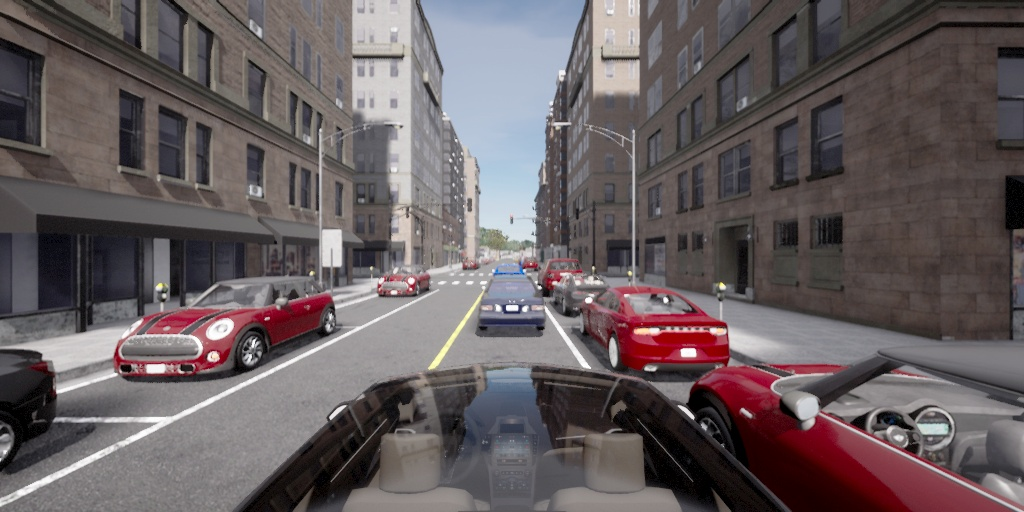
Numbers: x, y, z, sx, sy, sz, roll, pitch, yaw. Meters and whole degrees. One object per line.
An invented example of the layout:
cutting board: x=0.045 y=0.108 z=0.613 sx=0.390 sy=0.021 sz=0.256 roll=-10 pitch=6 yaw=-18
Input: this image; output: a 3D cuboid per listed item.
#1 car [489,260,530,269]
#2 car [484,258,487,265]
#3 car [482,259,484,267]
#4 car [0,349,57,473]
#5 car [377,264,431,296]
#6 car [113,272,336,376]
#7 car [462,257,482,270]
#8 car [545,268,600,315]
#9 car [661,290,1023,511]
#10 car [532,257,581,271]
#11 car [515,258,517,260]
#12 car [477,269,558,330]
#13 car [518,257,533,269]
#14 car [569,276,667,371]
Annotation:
car: x=-0.180 y=1.223 z=20.982 sx=1.882 sy=1.535 sz=5.008 roll=0 pitch=0 yaw=-1
car: x=-5.990 y=1.283 z=62.375 sx=2.007 sy=1.370 sz=4.403 roll=0 pitch=0 yaw=-1
car: x=-5.939 y=1.300 z=56.871 sx=1.948 sy=1.339 sz=4.313 roll=0 pitch=0 yaw=-1
car: x=-5.385 y=1.316 z=1.764 sx=1.948 sy=1.339 sz=4.313 roll=0 pitch=0 yaw=-1
car: x=-5.548 y=1.186 z=18.810 sx=1.967 sy=1.591 sz=4.097 roll=0 pitch=0 yaw=-1
car: x=-5.439 y=1.189 z=7.446 sx=1.967 sy=1.591 sz=4.097 roll=0 pitch=0 yaw=-1
car: x=-5.889 y=1.051 z=51.368 sx=2.192 sy=1.841 sz=5.009 roll=0 pitch=0 yaw=-1
car: x=2.531 y=1.297 z=13.205 sx=2.007 sy=1.370 sz=4.403 roll=0 pitch=0 yaw=-1
car: x=2.639 y=1.189 z=1.841 sx=1.967 sy=1.591 sz=4.097 roll=0 pitch=0 yaw=-1
car: x=2.477 y=1.060 z=18.887 sx=2.192 sy=1.841 sz=5.009 roll=0 pitch=0 yaw=-1
car: x=2.111 y=1.046 z=62.453 sx=2.192 sy=1.841 sz=5.009 roll=0 pitch=0 yaw=-1
car: x=-0.010 y=1.295 z=11.121 sx=2.033 sy=1.411 sz=5.357 roll=0 pitch=0 yaw=0
car: x=2.282 y=1.052 z=45.943 sx=2.192 sy=1.841 sz=5.009 roll=0 pitch=0 yaw=-1
car: x=2.585 y=1.293 z=7.523 sx=1.888 sy=1.381 sz=4.507 roll=0 pitch=0 yaw=-1
